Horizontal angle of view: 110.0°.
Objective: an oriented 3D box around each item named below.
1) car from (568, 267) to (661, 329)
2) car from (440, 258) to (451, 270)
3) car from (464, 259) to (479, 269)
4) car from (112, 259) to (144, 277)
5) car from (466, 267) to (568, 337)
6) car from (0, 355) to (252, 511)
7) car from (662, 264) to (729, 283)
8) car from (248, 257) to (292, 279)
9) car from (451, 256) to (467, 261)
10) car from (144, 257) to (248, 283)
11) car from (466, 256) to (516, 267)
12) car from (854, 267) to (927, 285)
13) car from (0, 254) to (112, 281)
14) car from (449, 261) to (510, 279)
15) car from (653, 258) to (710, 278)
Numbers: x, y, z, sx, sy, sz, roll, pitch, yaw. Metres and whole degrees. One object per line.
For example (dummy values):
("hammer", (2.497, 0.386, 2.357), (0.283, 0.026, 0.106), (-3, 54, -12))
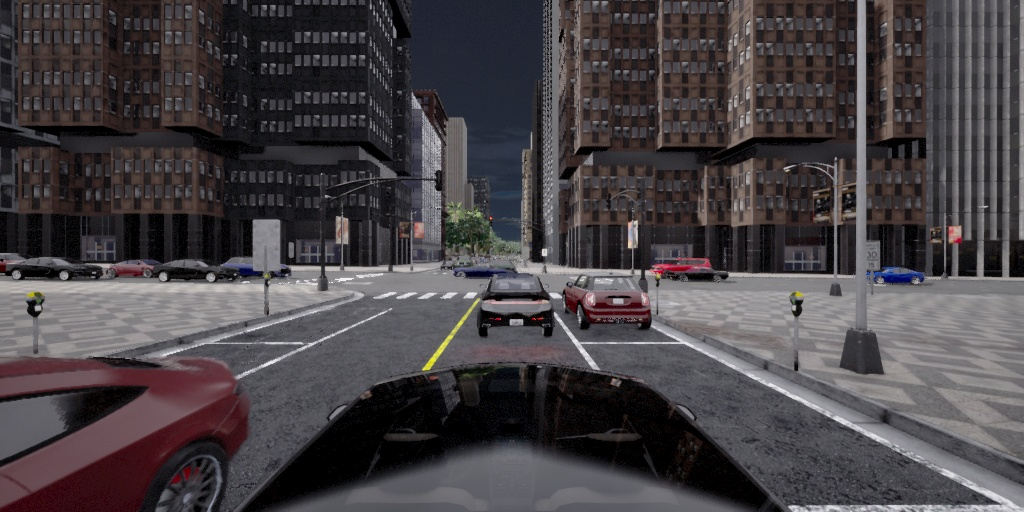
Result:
("car", (2.735, 1.189, 11.178), (1.967, 1.591, 4.097), (0, 0, 0))
("car", (-9.280, 1.318, 52.482), (1.948, 1.339, 4.313), (0, 0, -1))
("car", (-6.665, 1.245, 59.370), (1.882, 1.535, 5.008), (0, 0, 0))
("car", (-28.205, 0.943, 27.482), (4.181, 1.385, 1.994), (1, 0, -1))
("car", (0.077, 1.240, 10.292), (2.128, 1.511, 4.902), (0, 0, -1))
("car", (-3.093, 1.276, 1.167), (1.812, 1.442, 4.674), (0, 0, 0))
("car", (16.089, 1.604, 31.326), (4.718, 1.301, 1.895), (1, 0, -1))
("car", (-19.561, 0.852, 27.562), (4.553, 1.767, 2.097), (1, 0, 0))
("car", (-6.584, 0.968, 49.380), (2.150, 2.045, 5.566), (0, 0, 0))
("car", (-21.271, 0.958, 24.297), (5.008, 1.535, 1.882), (1, 0, -1))
("car", (-1.769, 1.095, 34.418), (4.553, 1.767, 2.097), (1, 0, -1))
("car", (32.978, 1.726, 31.465), (5.008, 1.535, 1.882), (1, 0, 0))
("car", (-30.738, 0.824, 24.216), (5.008, 1.535, 1.882), (1, 0, 0))
("car", (-2.762, 1.334, 31.160), (4.718, 1.301, 1.895), (1, 0, -1))
("car", (16.320, 1.224, 34.579), (5.566, 2.045, 2.150), (1, 0, 0))
